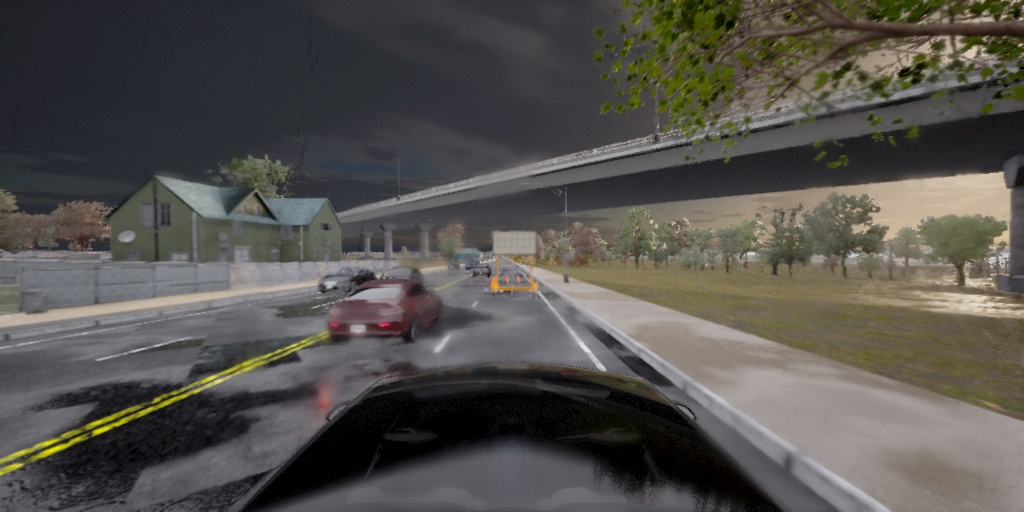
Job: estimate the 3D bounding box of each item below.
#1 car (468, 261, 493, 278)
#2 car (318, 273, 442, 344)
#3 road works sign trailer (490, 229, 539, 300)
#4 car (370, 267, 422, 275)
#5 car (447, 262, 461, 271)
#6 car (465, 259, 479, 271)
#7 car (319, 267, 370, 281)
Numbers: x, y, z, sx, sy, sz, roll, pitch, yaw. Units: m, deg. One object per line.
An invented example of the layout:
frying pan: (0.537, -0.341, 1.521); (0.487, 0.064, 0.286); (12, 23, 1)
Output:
car: (-3.224, 1.574, 39.666); (2.128, 1.511, 4.902); (0, -1, 0)
car: (-3.150, 1.343, 9.650); (1.812, 1.442, 4.674); (0, 0, 0)
road works sign trailer: (0.136, 0.362, 19.046); (2.380, 3.560, 2.880); (0, 0, -3)
car: (-6.605, 1.428, 21.808); (1.837, 1.490, 4.892); (0, -1, 0)
car: (-10.025, 1.789, 62.545); (2.128, 1.511, 4.902); (0, -1, 0)
car: (-6.773, 1.518, 62.558); (2.150, 2.045, 5.566); (0, -1, 0)
car: (-9.854, 1.415, 21.832); (2.128, 1.511, 4.902); (0, -1, 0)
